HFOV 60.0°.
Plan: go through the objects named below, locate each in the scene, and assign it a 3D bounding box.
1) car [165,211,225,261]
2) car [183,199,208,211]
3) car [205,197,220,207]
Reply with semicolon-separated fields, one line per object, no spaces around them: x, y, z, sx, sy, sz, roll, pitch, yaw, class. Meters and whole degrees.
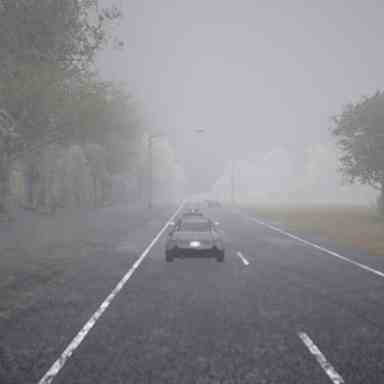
0.099;1.605;12.428;1.994;1.385;4.181;0;0;0;car
0.098;1.650;30.673;2.033;1.411;5.357;0;0;0;car
3.599;1.749;55.155;1.994;1.385;4.181;0;0;0;car
